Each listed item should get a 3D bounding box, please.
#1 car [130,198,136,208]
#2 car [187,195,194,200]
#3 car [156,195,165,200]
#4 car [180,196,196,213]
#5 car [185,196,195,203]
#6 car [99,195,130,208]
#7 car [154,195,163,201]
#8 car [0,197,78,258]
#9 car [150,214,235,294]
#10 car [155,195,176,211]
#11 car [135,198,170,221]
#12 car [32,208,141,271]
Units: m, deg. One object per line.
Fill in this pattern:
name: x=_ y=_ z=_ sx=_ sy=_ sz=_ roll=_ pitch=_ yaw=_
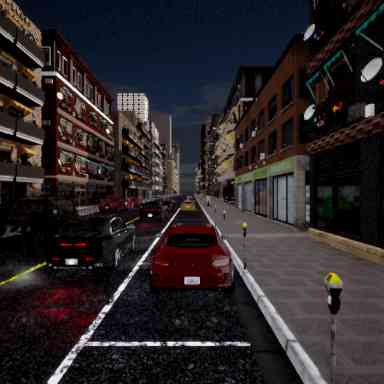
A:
car: x=-8.834 y=1.439 z=42.793 sx=1.967 sy=1.590 sz=4.097 roll=0 pitch=0 yaw=0
car: x=-0.452 y=1.513 z=93.685 sx=1.752 sy=1.417 sz=4.829 roll=0 pitch=0 yaw=0
car: x=-8.834 y=1.539 z=93.519 sx=2.008 sy=1.369 sz=4.403 roll=0 pitch=0 yaw=0
car: x=-0.454 y=1.525 z=37.323 sx=1.752 sy=1.417 sz=4.829 roll=0 pitch=0 yaw=0
car: x=-0.453 y=1.545 z=70.970 sx=2.008 sy=1.369 sz=4.403 roll=0 pitch=0 yaw=0
car: x=-8.833 y=1.314 z=37.157 sx=2.192 sy=1.841 sz=5.009 roll=0 pitch=0 yaw=0
car: x=-8.834 y=1.541 z=87.882 sx=2.008 sy=1.369 sz=4.403 roll=0 pitch=0 yaw=0
car: x=-6.245 y=1.222 z=13.157 sx=2.150 sy=2.045 sz=5.566 roll=0 pitch=0 yaw=0
car: x=0.004 y=1.526 z=8.649 sx=1.812 sy=1.442 sz=4.674 roll=0 pitch=0 yaw=0
car: x=-3.045 y=1.490 z=40.482 sx=2.128 sy=1.511 sz=4.902 roll=0 pitch=0 yaw=0
car: x=-3.145 y=1.505 z=27.469 sx=1.837 sy=1.490 sz=4.892 roll=0 pitch=0 yaw=0
car: x=-3.045 y=1.506 z=10.846 sx=1.837 sy=1.490 sz=4.892 roll=0 pitch=0 yaw=0
